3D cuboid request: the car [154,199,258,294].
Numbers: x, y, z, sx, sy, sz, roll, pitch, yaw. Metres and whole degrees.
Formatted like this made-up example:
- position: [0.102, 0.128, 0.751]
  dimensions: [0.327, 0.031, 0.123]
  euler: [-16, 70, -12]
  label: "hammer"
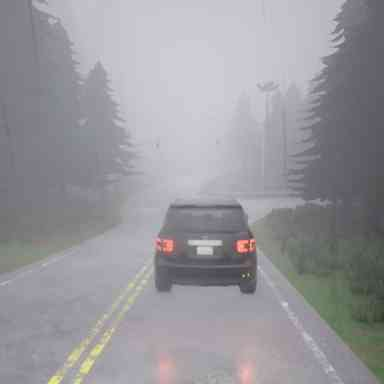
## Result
- position: [0.380, 1.184, 8.898]
  dimensions: [2.150, 2.045, 5.566]
  euler: [0, 0, 3]
  label: "car"
